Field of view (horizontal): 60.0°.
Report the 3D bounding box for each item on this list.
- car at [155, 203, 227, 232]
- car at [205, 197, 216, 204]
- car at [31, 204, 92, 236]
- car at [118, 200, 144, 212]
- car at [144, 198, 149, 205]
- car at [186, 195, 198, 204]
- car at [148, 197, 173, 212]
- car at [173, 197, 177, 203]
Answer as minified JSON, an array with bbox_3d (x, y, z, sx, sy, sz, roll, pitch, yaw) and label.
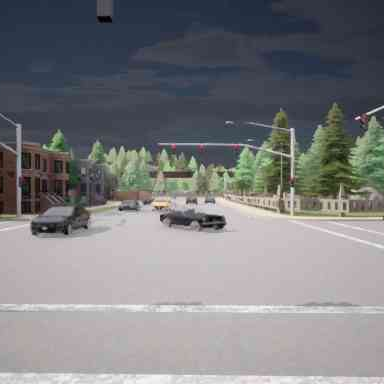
[{"bbox_3d":[-0.055,1.601,20.246,1.895,1.301,4.718,0,0,-37],"label":"car"},{"bbox_3d":[3.532,1.564,65.205,1.994,1.385,4.181,0,0,0],"label":"car"},{"bbox_3d":[-7.120,1.477,18.551,1.882,1.535,5.008,0,0,0],"label":"car"},{"bbox_3d":[-7.134,1.564,38.334,1.994,1.385,4.181,0,0,0],"label":"car"},{"bbox_3d":[-7.058,1.668,55.632,1.895,1.301,4.718,0,0,0],"label":"car"},{"bbox_3d":[-0.063,1.352,60.224,2.097,1.767,4.553,0,0,0],"label":"car"},{"bbox_3d":[-3.635,1.478,39.267,1.882,1.535,5.008,0,0,0],"label":"car"},{"bbox_3d":[-3.558,1.563,55.666,1.812,1.442,4.674,0,0,0],"label":"car"}]
